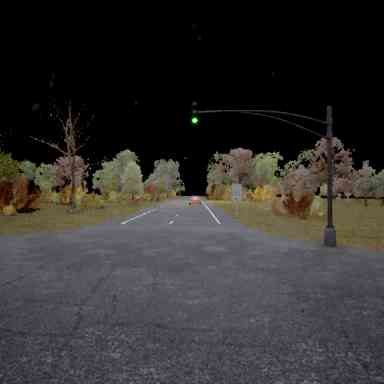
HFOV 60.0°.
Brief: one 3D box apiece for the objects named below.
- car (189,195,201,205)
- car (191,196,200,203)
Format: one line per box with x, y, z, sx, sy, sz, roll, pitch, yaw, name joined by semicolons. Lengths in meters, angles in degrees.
0.565;1.402;59.590;2.097;1.767;4.553;0;0;1;car
0.660;1.594;69.623;1.812;1.442;4.674;0;0;1;car
